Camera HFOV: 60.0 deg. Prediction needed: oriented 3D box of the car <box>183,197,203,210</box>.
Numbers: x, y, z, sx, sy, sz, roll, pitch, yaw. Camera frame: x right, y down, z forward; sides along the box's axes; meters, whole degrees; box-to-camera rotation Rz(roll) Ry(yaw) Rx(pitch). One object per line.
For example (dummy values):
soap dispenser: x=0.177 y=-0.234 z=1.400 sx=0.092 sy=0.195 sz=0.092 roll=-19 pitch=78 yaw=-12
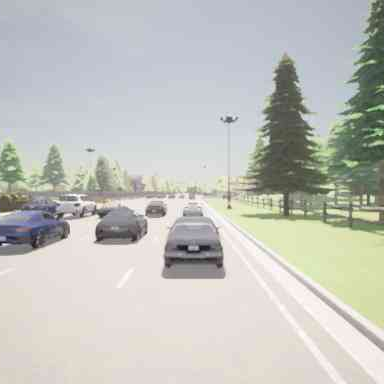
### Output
car: x=0.071 y=1.551 z=32.374 sx=1.812 sy=1.442 sz=4.674 roll=0 pitch=0 yaw=0

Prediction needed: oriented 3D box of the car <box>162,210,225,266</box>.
car: x=0.061 y=1.557 z=11.474 sx=2.033 sy=1.411 sz=5.357 roll=0 pitch=0 yaw=0

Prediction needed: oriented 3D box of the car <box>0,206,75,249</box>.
car: x=-6.927 y=1.537 z=14.458 sx=1.812 sy=1.442 sz=4.674 roll=0 pitch=0 yaw=0

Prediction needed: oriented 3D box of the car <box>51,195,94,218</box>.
car: x=-10.424 y=1.244 z=30.375 sx=2.150 sy=2.045 sz=5.566 roll=0 pitch=0 yaw=0

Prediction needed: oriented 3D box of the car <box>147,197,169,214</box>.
car: x=-3.429 y=1.551 z=32.323 sx=1.812 sy=1.442 sz=4.674 roll=0 pitch=0 yaw=0

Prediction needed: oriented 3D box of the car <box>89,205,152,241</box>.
car: x=-3.420 y=1.577 z=16.757 sx=1.994 sy=1.385 sz=4.181 roll=0 pitch=0 yaw=0

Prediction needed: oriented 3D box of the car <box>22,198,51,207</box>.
car: x=-13.926 y=1.377 z=31.095 sx=2.097 sy=1.767 sz=4.553 roll=0 pitch=0 yaw=0

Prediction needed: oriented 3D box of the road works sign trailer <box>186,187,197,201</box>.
road works sign trailer: x=-0.027 y=0.529 z=84.168 sx=2.380 sy=3.560 sz=2.880 roll=0 pitch=0 yaw=0

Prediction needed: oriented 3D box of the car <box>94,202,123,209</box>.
car: x=-6.928 y=1.624 z=29.699 sx=1.895 sy=1.301 sz=4.718 roll=0 pitch=0 yaw=0
